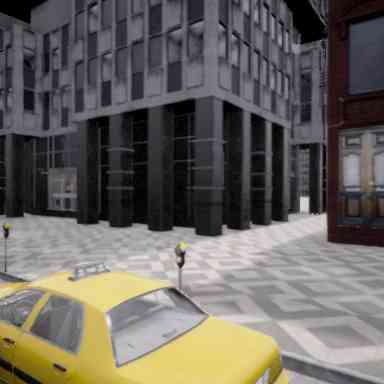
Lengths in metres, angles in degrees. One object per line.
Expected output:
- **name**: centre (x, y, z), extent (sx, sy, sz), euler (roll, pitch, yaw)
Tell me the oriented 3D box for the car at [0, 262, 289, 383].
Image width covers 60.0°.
- **car**: centre (-1.383, 1.518, 3.948), extent (4.829, 1.417, 1.752), euler (0, 0, 36)
